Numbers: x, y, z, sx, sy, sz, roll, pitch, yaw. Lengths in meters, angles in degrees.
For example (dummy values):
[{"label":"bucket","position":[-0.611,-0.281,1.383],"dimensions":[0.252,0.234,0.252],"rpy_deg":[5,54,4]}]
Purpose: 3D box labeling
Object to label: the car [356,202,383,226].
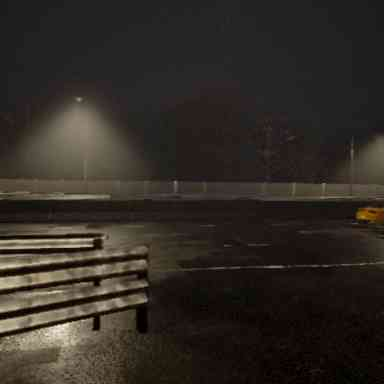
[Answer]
[{"label":"car","position":[12.778,1.364,20.669],"dimensions":[5.008,1.535,1.882],"rpy_deg":[0,0,-12]}]
